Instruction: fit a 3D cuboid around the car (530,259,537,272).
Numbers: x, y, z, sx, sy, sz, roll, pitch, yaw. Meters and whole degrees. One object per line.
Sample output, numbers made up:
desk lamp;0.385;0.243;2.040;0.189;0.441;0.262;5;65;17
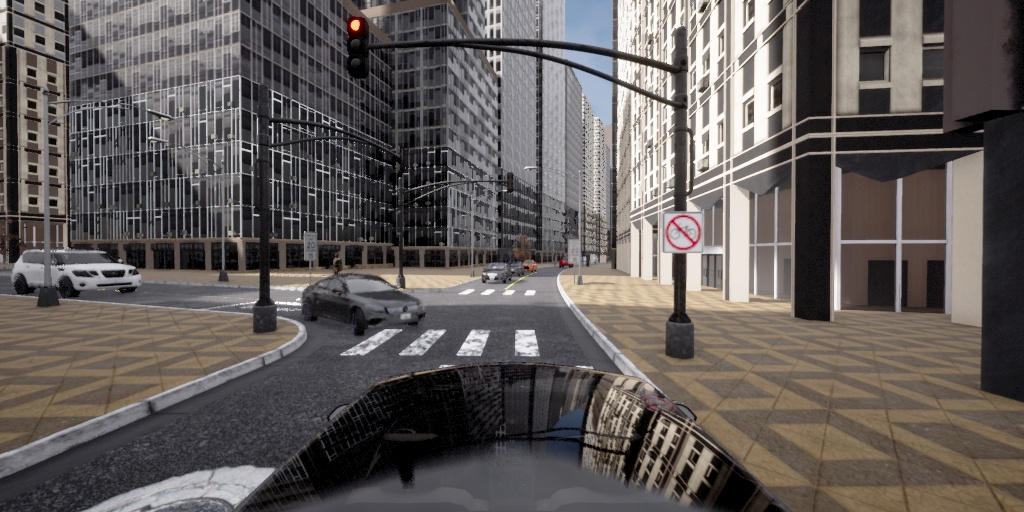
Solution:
car;2.022;1.231;47.449;2.097;1.767;4.553;0;0;12

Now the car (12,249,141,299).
car;-19.922;0.727;16.404;5.566;2.045;2.150;1;1;16

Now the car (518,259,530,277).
car;0.240;1.319;37.671;2.128;1.511;4.902;0;0;9

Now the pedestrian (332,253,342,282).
pedestrian;-9.518;0.720;19.459;0.375;1.860;0.375;0;0;16

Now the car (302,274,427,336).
car;-4.493;1.263;10.533;4.674;1.442;1.812;0;-1;39

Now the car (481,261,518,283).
car;-1.109;1.282;28.189;2.128;1.511;4.902;0;0;7
